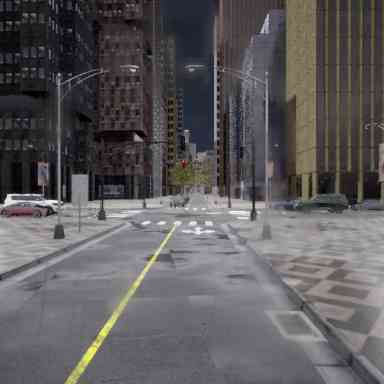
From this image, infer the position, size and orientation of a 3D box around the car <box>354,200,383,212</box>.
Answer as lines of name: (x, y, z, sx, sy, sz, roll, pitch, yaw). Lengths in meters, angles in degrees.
car: (20.616, 1.573, 38.612, 4.181, 1.385, 1.994, 0, 0, 0)

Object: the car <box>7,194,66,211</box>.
car: (-15.420, 1.209, 32.693, 5.566, 2.045, 2.150, 0, 0, 1)

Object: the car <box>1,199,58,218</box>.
car: (-14.500, 1.558, 29.425, 4.181, 1.385, 1.994, 0, 0, 1)

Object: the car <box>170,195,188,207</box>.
car: (-2.183, 1.347, 50.569, 2.097, 1.767, 4.553, 0, 0, 1)

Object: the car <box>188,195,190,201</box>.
car: (-1.994, 1.485, 60.618, 2.128, 1.511, 4.902, 0, 0, 1)

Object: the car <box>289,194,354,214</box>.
car: (13.723, 1.229, 35.511, 5.566, 2.045, 2.150, 0, 0, 1)

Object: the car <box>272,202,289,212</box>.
car: (11.803, 1.599, 38.805, 4.718, 1.301, 1.895, 0, 0, 1)

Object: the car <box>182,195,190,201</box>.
car: (-1.556, 1.464, 83.260, 1.882, 1.535, 5.008, 0, 0, 1)

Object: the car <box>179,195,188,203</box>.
car: (-1.759, 1.493, 70.802, 1.837, 1.490, 4.892, 0, 0, 1)
